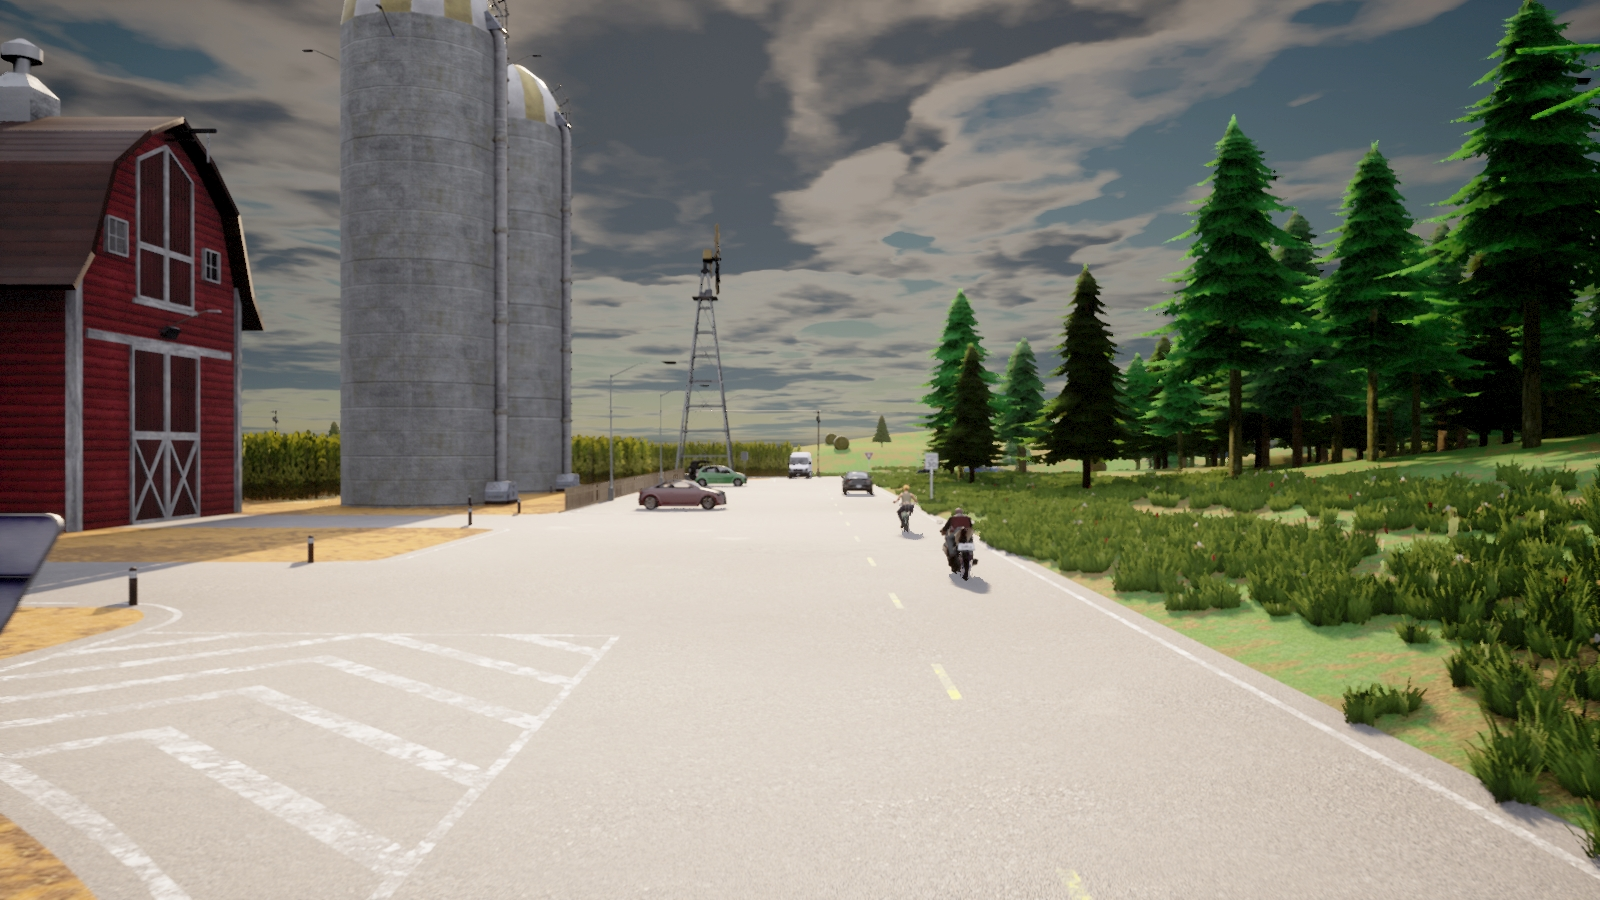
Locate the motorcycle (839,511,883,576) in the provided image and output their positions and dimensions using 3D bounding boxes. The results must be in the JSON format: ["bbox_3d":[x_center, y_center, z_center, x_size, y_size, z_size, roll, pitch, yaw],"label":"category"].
[{"bbox_3d":[1.329,2.046,25.263,0.867,1.251,2.209,0,0,0],"label":"motorcycle"}]

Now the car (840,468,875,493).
[{"bbox_3d":[3.571,1.890,71.620,2.002,1.442,4.674,0,0,0],"label":"car"}]
